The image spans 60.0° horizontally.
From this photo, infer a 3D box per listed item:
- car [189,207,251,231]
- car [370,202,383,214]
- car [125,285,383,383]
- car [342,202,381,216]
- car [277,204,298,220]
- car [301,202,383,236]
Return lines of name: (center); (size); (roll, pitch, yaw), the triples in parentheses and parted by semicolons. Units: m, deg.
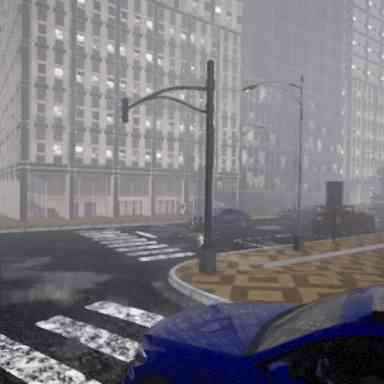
car: (1.965, 1.755, 22.475); (4.674, 1.442, 1.812); (0, 1, -34)
car: (23.767, 1.906, 40.371); (4.313, 1.339, 1.947); (0, 1, -34)
car: (1.546, 1.527, 2.581); (4.674, 1.442, 1.812); (0, 0, 36)
car: (18.947, 1.832, 37.074); (4.829, 1.417, 1.752); (0, 1, -34)
car: (9.729, 1.794, 30.770); (4.403, 1.369, 2.008); (0, 1, -34)
car: (9.501, 1.680, 21.063); (5.009, 1.841, 2.192); (0, 1, -34)
